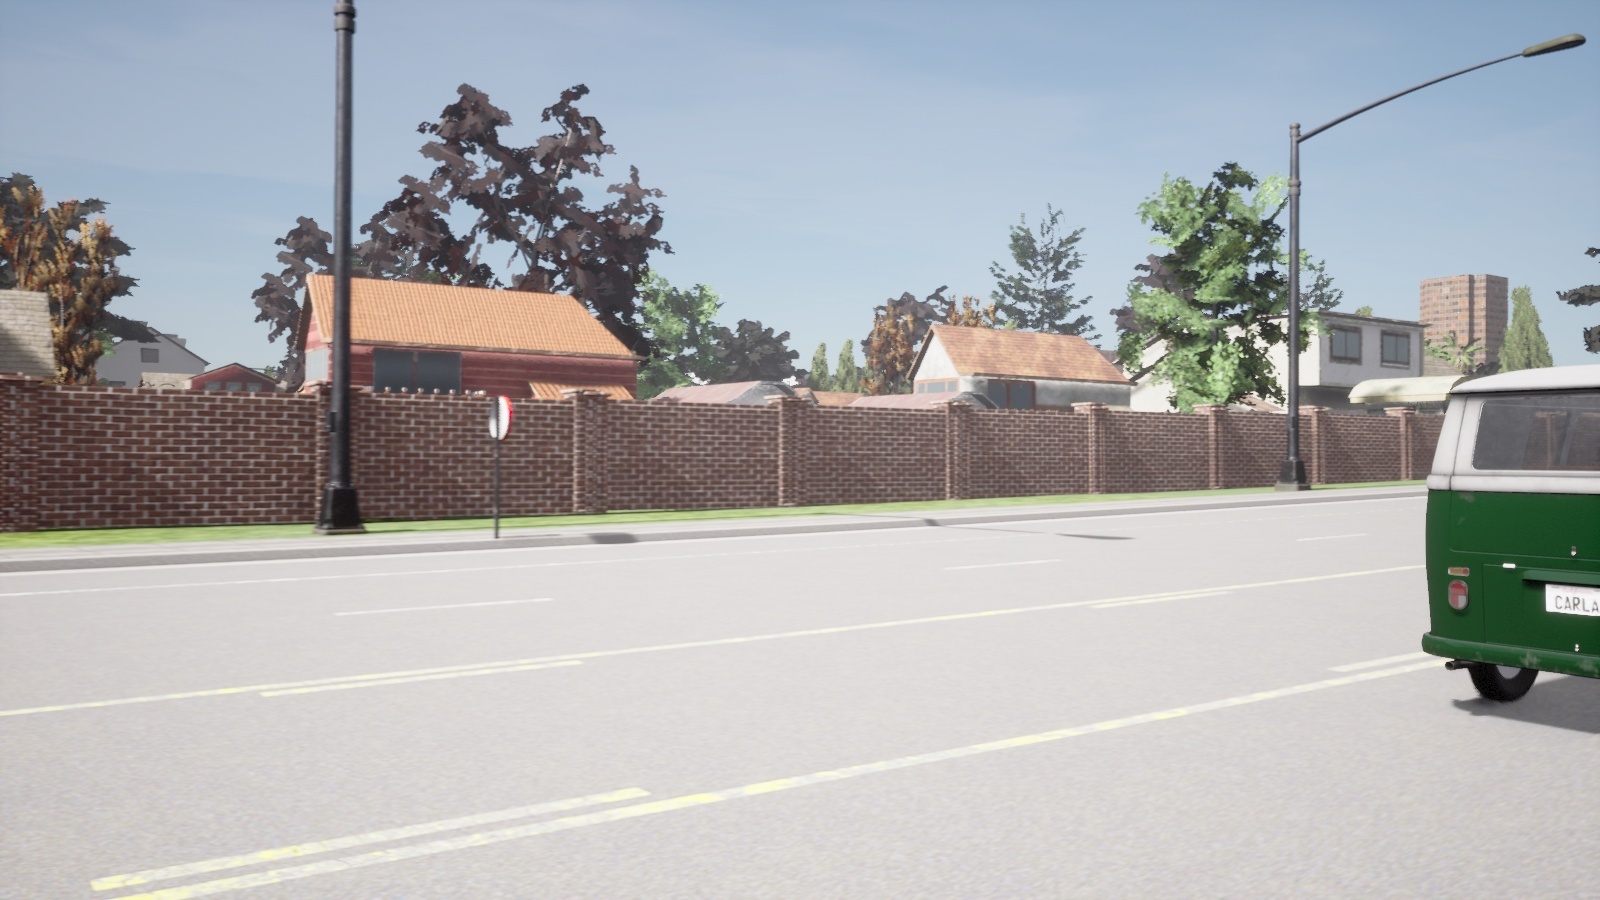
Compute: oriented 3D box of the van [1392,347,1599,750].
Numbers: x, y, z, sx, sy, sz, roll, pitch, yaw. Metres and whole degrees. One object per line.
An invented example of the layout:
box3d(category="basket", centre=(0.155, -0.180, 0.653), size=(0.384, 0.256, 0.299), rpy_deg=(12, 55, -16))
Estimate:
box3d(category="van", centre=(5.666, 0.472, 7.602), size=(4.442, 1.987, 1.775), rpy_deg=(0, 0, -35))
